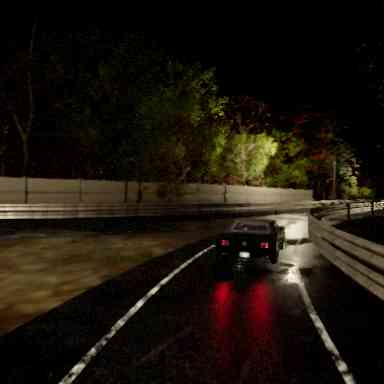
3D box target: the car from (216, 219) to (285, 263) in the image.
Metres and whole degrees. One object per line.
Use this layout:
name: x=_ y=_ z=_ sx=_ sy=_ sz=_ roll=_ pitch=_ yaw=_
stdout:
car: x=2.355 y=1.640 z=12.284 sx=1.895 sy=1.301 sz=4.718 roll=1 pitch=0 yaw=19
